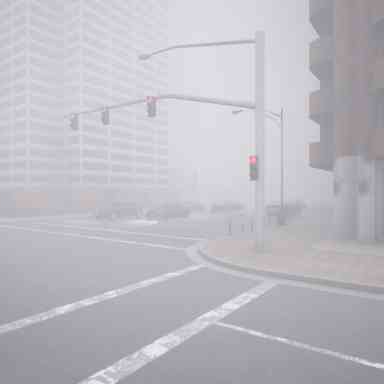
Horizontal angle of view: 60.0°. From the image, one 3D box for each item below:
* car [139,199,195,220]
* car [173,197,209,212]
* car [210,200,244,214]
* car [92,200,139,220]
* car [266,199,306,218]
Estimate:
[{"bbox_3d":[-2.010,1.564,27.850,1.994,1.385,4.181,0,0,35],"label":"car"},{"bbox_3d":[-0.401,1.564,36.217,1.994,1.385,4.181,0,0,35],"label":"car"},{"bbox_3d":[3.861,1.601,36.186,1.895,1.301,4.718,0,0,35],"label":"car"},{"bbox_3d":[-6.120,1.505,28.090,1.837,1.490,4.892,0,0,35],"label":"car"},{"bbox_3d":[8.412,1.477,30.167,1.882,1.535,5.008,0,0,35],"label":"car"}]
